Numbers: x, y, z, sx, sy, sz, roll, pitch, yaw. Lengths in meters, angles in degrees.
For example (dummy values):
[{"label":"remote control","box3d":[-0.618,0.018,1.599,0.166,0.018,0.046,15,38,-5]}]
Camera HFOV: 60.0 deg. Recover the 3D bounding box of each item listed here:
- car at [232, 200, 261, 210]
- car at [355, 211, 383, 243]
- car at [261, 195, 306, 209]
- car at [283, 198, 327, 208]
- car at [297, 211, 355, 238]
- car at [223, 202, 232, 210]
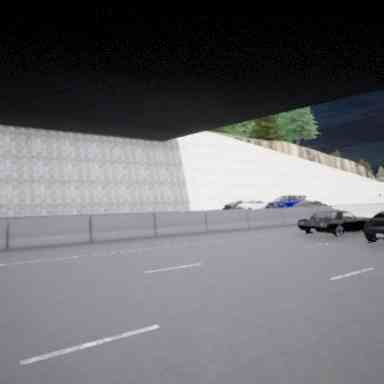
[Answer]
[{"label":"car","box3d":[7.375,1.653,39.543,4.674,1.442,1.812,0,0,-35]},{"label":"car","box3d":[9.685,1.554,15.096,4.892,1.490,1.837,0,0,-36]},{"label":"car","box3d":[10.880,1.345,37.743,5.566,2.045,2.150,0,0,-35]},{"label":"car","box3d":[11.963,1.617,34.216,4.892,1.490,1.837,1,0,-35]},{"label":"car","box3d":[7.952,1.660,18.162,4.718,1.301,1.895,0,0,-36]},{"label":"car","box3d":[6.068,1.703,42.908,4.181,1.385,1.994,0,0,-35]}]
